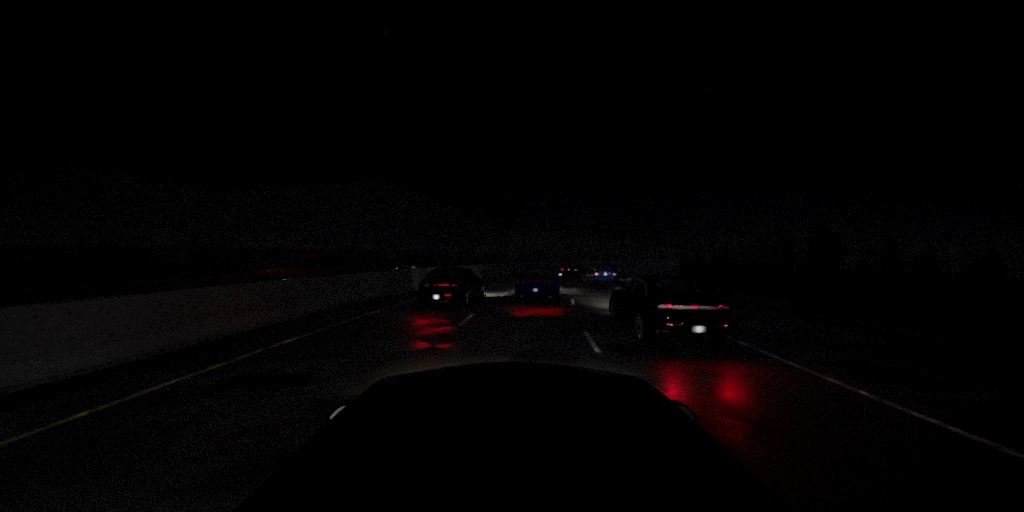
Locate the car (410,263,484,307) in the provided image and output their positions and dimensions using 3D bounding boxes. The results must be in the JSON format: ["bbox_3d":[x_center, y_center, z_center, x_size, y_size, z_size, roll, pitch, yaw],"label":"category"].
[{"bbox_3d":[-2.449,1.232,15.379,1.837,1.490,4.892,0,0,7],"label":"car"}]

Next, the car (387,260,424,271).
[{"bbox_3d":[-11.324,1.163,38.500,1.837,1.490,4.892,0,-1,20],"label":"car"}]

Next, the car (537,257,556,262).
[{"bbox_3d":[5.566,1.025,57.258,2.097,1.767,4.553,0,0,33],"label":"car"}]

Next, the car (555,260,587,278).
[{"bbox_3d":[6.030,1.312,34.692,2.033,1.411,5.357,1,0,21],"label":"car"}]

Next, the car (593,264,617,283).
[{"bbox_3d":[7.281,1.328,27.558,2.033,1.411,5.357,0,0,17],"label":"car"}]

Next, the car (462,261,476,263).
[{"bbox_3d":[-5.539,1.291,43.730,1.895,1.301,4.718,0,0,23],"label":"car"}]

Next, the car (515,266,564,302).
[{"bbox_3d":[1.329,1.227,17.027,1.882,1.535,5.008,0,0,9],"label":"car"}]

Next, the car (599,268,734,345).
[{"bbox_3d":[3.941,1.262,9.644,2.128,1.511,4.902,0,0,4],"label":"car"}]

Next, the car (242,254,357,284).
[{"bbox_3d":[-9.527,0.903,16.777,2.150,2.045,5.566,0,0,8],"label":"car"}]
